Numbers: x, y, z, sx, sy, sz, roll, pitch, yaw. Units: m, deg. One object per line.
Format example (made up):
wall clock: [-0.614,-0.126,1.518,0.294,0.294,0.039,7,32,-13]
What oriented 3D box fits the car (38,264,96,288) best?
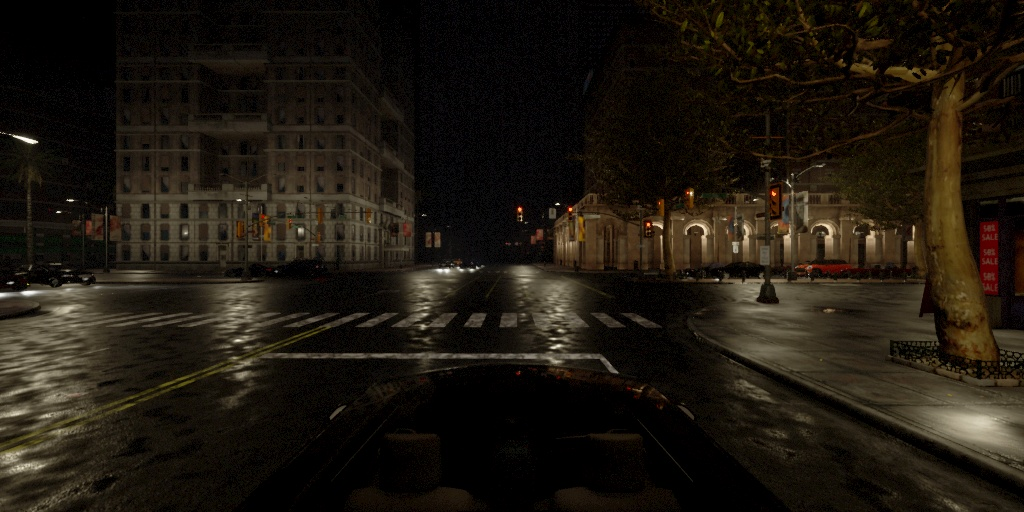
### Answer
car: [-30.233,1.242,23.421,4.902,1.511,2.128,0,0,1]

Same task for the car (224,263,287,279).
car: [-22.725,1.314,31.542,4.181,1.385,1.994,0,0,0]

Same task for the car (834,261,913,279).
car: [31.409,1.351,31.082,4.718,1.301,1.895,0,0,1]

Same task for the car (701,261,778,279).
car: [19.707,1.228,31.183,5.008,1.535,1.882,0,0,0]

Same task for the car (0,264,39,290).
car: [-29.793,1.314,19.910,4.181,1.385,1.994,0,0,1]

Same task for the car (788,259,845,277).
car: [29.942,1.103,34.594,4.553,1.767,2.097,0,0,0]

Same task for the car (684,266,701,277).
car: [19.652,1.297,34.684,5.357,1.411,2.033,0,0,1]

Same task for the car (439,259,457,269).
car: [-10.412,1.242,57.249,2.128,1.511,4.902,0,0,1]

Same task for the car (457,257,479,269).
car: [-6.916,1.102,56.804,2.097,1.767,4.553,0,0,1]

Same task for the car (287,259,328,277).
car: [-20.632,1.102,35.025,4.553,1.767,2.097,0,0,0]
